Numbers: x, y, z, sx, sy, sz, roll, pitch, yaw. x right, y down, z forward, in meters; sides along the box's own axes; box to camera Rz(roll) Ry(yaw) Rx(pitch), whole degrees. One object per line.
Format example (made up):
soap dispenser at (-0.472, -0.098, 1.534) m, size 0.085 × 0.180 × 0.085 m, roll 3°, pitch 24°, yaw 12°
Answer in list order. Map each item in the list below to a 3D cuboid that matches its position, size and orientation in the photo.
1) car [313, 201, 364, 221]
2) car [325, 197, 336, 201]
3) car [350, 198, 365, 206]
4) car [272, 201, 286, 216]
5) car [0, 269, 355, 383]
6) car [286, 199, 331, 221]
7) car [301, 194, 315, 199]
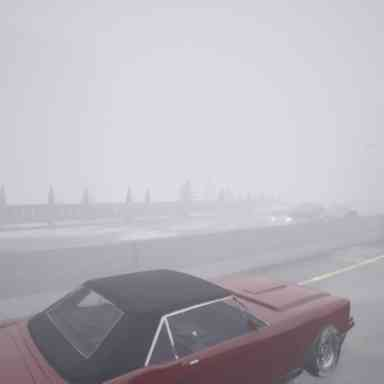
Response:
car at (10.582, 1.655, 23.869) m, size 1.812 × 1.442 × 4.674 m, roll 0°, pitch 0°, yaw 40°
car at (27.734, 1.831, 67.155) m, size 2.128 × 1.511 × 4.902 m, roll 0°, pitch 0°, yaw 12°
car at (29.695, 1.869, 59.991) m, size 2.033 × 1.411 × 5.357 m, roll 0°, pitch 0°, yaw 15°
car at (9.763, 1.709, 34.209) m, size 1.812 × 1.442 × 4.674 m, roll 0°, pitch 0°, yaw 34°
car at (-0.109, 1.622, 3.844) m, size 4.718 × 1.301 × 1.895 m, roll 0°, pitch 0°, yaw -37°
car at (10.243, 1.634, 29.014) m, size 1.882 × 1.535 × 5.008 m, roll 0°, pitch 0°, yaw 37°
car at (24.965, 1.350, 71.637) m, size 2.150 × 2.045 × 5.566 m, roll 0°, pitch 0°, yaw 9°
